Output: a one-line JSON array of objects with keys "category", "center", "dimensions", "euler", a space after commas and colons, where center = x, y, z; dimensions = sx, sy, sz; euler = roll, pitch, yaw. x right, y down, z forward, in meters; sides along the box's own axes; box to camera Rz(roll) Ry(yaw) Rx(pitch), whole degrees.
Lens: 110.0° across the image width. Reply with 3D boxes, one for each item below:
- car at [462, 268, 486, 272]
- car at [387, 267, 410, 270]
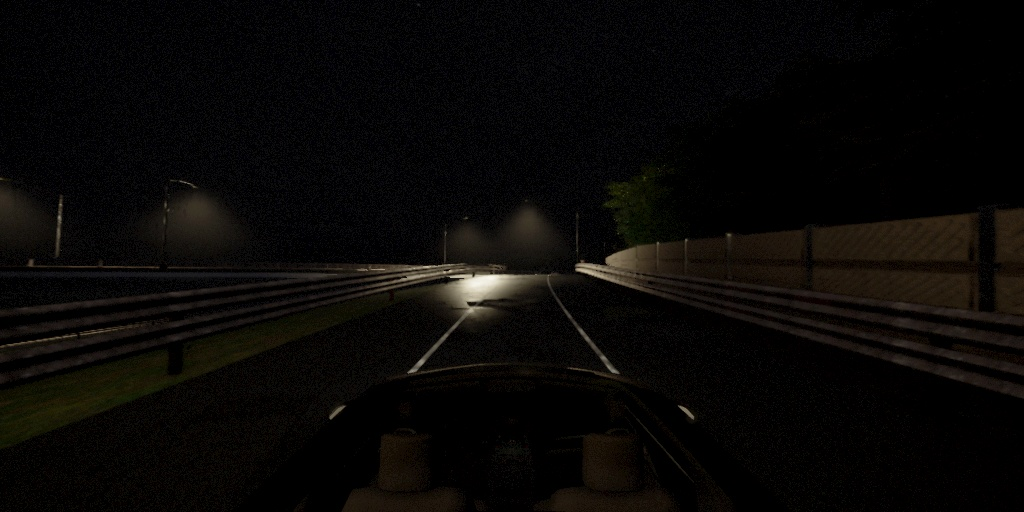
[{"category": "car", "center": [-7.021, 2.563, 62.748], "dimensions": [5.357, 1.411, 2.033], "euler": [3, -5, -43]}, {"category": "car", "center": [-16.688, 2.041, 54.743], "dimensions": [4.674, 1.442, 1.812], "euler": [3, -4, -37]}]
